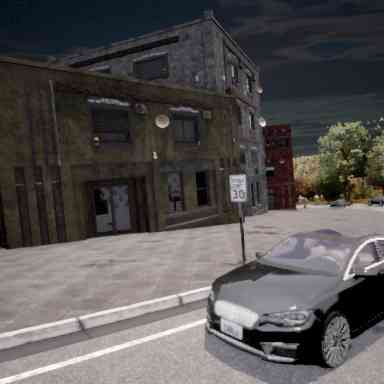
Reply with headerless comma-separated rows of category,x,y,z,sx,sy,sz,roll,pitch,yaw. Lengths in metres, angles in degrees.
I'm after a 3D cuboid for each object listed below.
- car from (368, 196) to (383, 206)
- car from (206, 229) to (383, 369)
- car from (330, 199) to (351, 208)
car,28.978,1.393,51.147,2.128,1.511,4.902,-5,-2,-1
car,2.392,1.459,5.815,4.902,1.511,2.128,-1,0,-39
car,25.448,1.970,57.050,1.994,1.385,4.181,-5,-2,-3
